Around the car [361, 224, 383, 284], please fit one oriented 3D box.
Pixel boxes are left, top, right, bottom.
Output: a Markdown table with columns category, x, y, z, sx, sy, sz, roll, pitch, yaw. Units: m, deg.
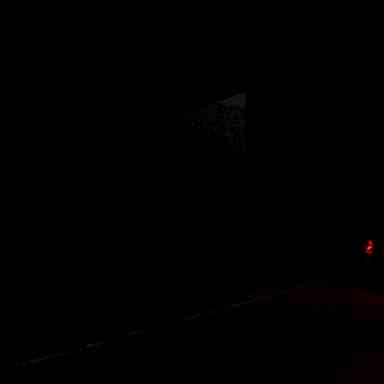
| category | x | y | z | sx | sy | sz | roll | pitch | yaw |
| --- | --- | --- | --- | --- | --- | --- | --- | --- | --- |
| car | 6.188 | 1.284 | 8.159 | 4.553 | 1.767 | 2.097 | -1 | 0 | -36 |
